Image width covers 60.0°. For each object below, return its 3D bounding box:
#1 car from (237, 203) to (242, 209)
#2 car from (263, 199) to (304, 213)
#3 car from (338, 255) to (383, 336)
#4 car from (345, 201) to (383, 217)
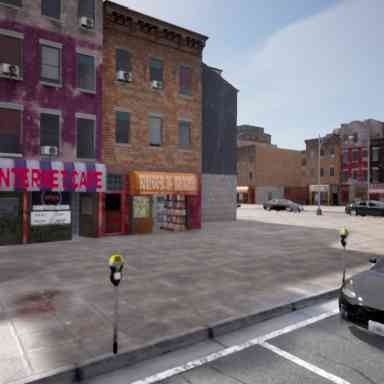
[{"bbox_3d":[4.334,1.616,45.293,2.033,1.411,5.357,1,0,-35],"label":"car"},{"bbox_3d":[10.122,1.541,37.119,2.128,1.511,4.902,1,0,-35],"label":"car"},{"bbox_3d":[4.435,1.565,5.954,4.313,1.339,1.947,0,0,-35],"label":"car"},{"bbox_3d":[15.889,1.533,28.976,1.837,1.490,4.892,1,0,-35],"label":"car"}]
